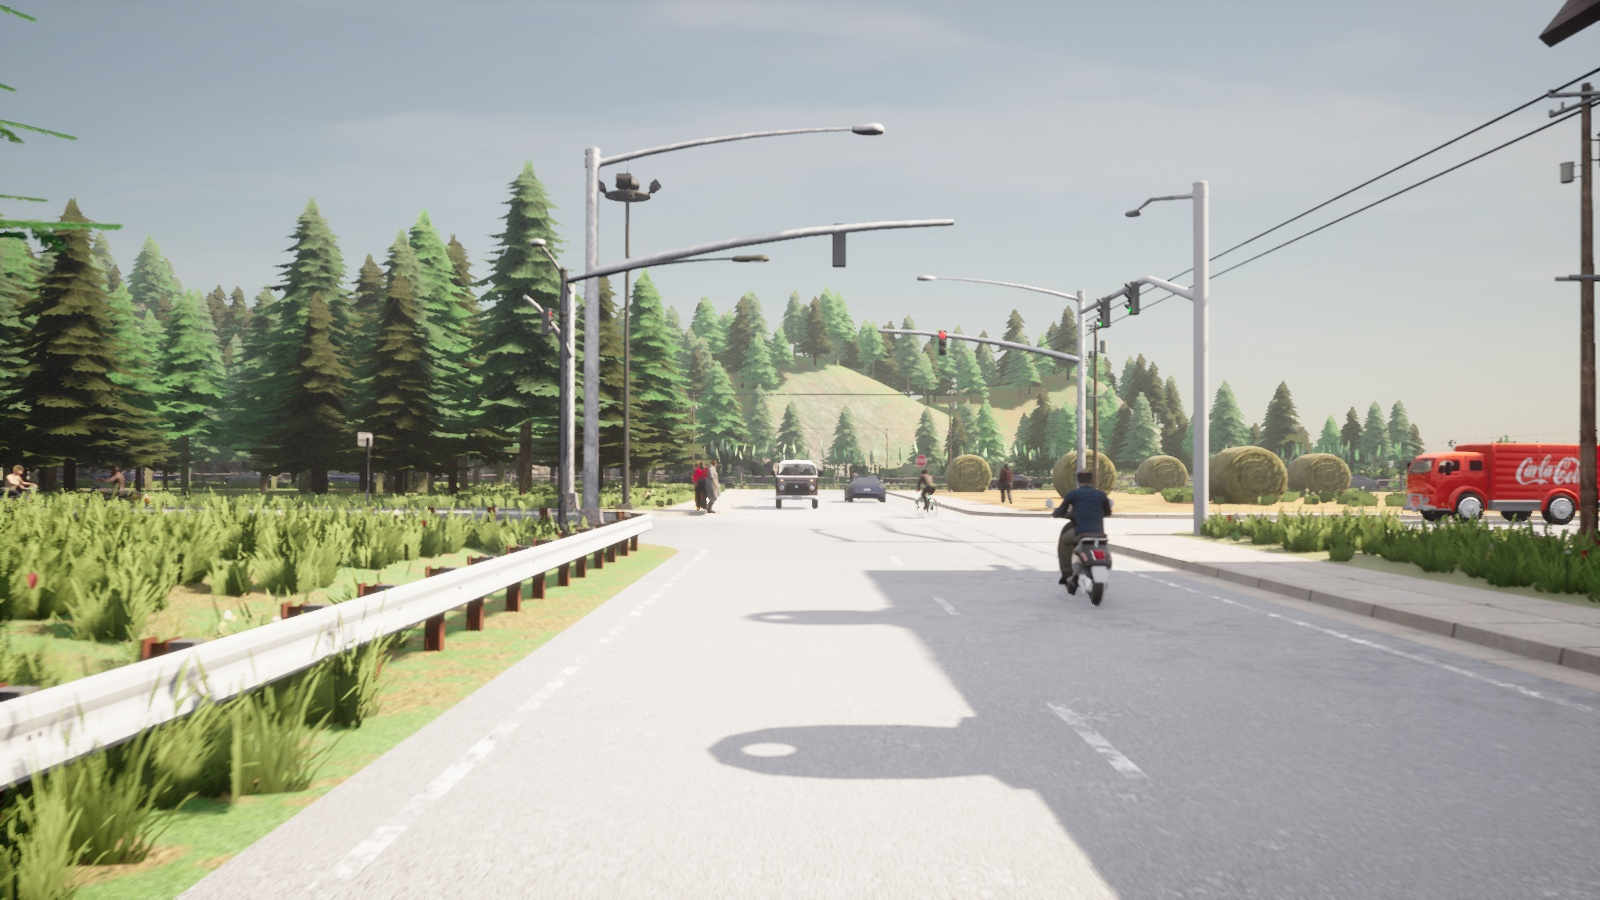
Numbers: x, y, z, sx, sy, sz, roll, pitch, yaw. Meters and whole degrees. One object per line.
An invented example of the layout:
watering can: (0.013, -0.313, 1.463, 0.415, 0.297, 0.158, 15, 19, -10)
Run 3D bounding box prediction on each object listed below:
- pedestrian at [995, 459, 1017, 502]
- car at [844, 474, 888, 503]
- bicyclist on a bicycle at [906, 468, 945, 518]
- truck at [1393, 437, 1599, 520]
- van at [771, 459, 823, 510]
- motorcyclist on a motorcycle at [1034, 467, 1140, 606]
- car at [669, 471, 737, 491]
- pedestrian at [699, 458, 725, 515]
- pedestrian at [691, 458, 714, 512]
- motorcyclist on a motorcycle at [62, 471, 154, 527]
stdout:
pedestrian: (8.921, 1.326, 54.402, 0.634, 1.844, 0.899, 0, -1, -9)
car: (3.347, 1.947, 64.486, 1.994, 1.385, 4.181, 0, -1, 0)
bicyclist on a bicycle: (4.179, 1.441, 41.963, 0.582, 1.620, 1.656, 2, -2, -20)
truck: (21.557, 0.862, 38.785, 5.204, 2.467, 2.627, 0, -1, -1)
van: (-0.127, 1.425, 52.809, 2.069, 2.038, 4.480, 0, -1, 0)
motorcyclist on a motorcycle: (3.463, 1.012, 15.344, 0.866, 1.590, 1.817, 0, -1, 0)
car: (-7.475, 2.416, 97.076, 5.008, 1.535, 1.882, 0, -1, 3)
pedestrian: (-3.019, 1.249, 42.991, 0.873, 1.952, 0.659, 0, -1, -2)
pedestrian: (-3.419, 1.221, 43.988, 0.634, 1.844, 0.899, 0, -1, -17)
motorcyclist on a motorcycle: (-20.877, 1.458, 37.904, 2.350, 1.649, 0.766, 0, -1, -1)
